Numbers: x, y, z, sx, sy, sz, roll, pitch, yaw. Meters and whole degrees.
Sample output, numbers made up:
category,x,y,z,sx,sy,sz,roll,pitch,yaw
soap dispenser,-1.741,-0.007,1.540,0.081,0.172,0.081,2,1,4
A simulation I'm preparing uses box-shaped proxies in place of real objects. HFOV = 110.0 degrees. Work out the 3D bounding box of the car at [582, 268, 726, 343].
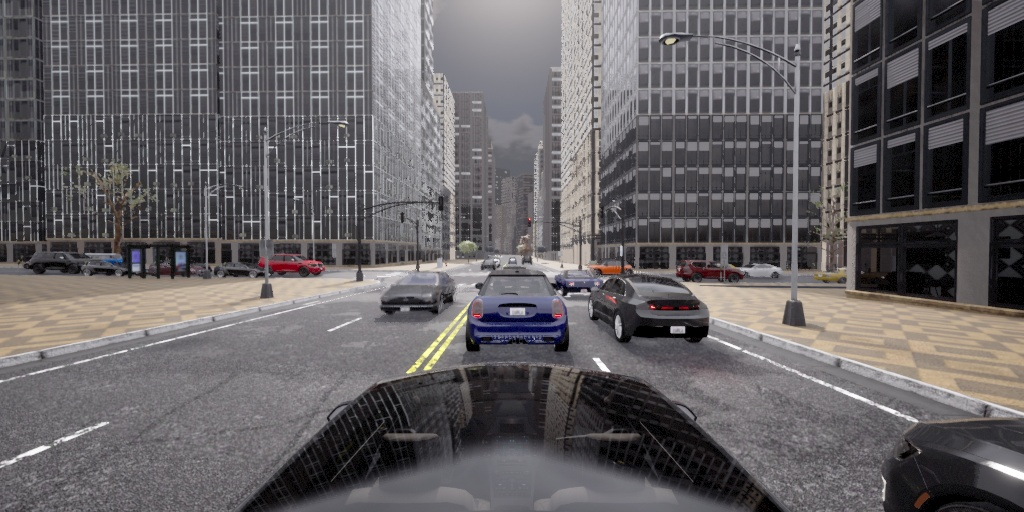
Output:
category,x,y,z,sx,sy,sz,roll,pitch,yaw
car,3.362,1.251,9.697,1.837,1.490,4.892,0,0,0

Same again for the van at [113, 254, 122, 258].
category,x,y,z,sx,sy,sz,roll,pitch,yaw
van,-45.228,0.605,39.283,3.998,1.789,1.690,0,0,1

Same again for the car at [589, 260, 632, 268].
category,x,y,z,sx,sy,sz,roll,pitch,yaw
car,9.474,1.156,35.362,4.553,1.767,2.097,0,1,-3

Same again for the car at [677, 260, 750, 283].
category,x,y,z,sx,sy,sz,roll,pitch,yaw
car,16.238,1.269,29.689,5.009,1.841,2.192,0,0,1

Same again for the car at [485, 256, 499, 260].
category,x,y,z,sx,sy,sz,roll,pitch,yaw
car,-3.265,1.193,50.625,1.882,1.535,5.008,0,0,0

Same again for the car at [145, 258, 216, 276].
category,x,y,z,sx,sy,sz,roll,pitch,yaw
car,-30.591,0.997,33.158,4.892,1.490,1.837,1,1,1

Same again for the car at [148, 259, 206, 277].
category,x,y,z,sx,sy,sz,roll,pitch,yaw
car,-28.370,1.138,30.422,4.207,1.307,1.802,0,0,1

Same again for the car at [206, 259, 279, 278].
category,x,y,z,sx,sy,sz,roll,pitch,yaw
car,-22.686,1.174,30.279,4.313,1.339,1.948,0,0,1

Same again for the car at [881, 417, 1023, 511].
category,x,y,z,sx,sy,sz,roll,pitch,yaw
car,3.344,1.255,0.298,1.837,1.490,4.892,0,0,0

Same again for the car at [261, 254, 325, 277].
category,x,y,z,sx,sy,sz,roll,pitch,yaw
car,-20.232,0.808,32.928,5.566,2.045,2.150,0,1,1

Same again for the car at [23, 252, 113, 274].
category,x,y,z,sx,sy,sz,roll,pitch,yaw
car,-41.328,0.616,33.402,5.566,2.045,2.150,1,1,2

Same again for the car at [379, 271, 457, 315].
category,x,y,z,sx,sy,sz,roll,pitch,yaw
car,-3.337,1.291,13.893,2.033,1.411,5.357,0,0,0

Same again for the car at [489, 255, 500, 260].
category,x,y,z,sx,sy,sz,roll,pitch,yaw
car,-3.235,0.925,60.573,2.150,2.045,5.566,0,0,0

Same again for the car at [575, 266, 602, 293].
category,x,y,z,sx,sy,sz,roll,pitch,yaw
car,3.378,1.341,19.007,1.895,1.301,4.718,0,0,0

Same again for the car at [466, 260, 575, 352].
category,x,y,z,sx,sy,sz,roll,pitch,yaw
car,0.111,1.099,9.091,2.097,1.767,4.553,0,0,0

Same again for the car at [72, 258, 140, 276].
category,x,y,z,sx,sy,sz,roll,pitch,yaw
car,-34.050,1.069,30.604,4.313,1.339,1.948,0,0,1

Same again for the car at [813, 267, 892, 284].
category,x,y,z,sx,sy,sz,roll,pitch,yaw
car,27.686,1.579,29.474,4.829,1.417,1.751,0,0,1

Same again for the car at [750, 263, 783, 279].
category,x,y,z,sx,sy,sz,roll,pitch,yaw
car,24.013,1.455,35.320,4.674,1.442,1.812,0,1,1
